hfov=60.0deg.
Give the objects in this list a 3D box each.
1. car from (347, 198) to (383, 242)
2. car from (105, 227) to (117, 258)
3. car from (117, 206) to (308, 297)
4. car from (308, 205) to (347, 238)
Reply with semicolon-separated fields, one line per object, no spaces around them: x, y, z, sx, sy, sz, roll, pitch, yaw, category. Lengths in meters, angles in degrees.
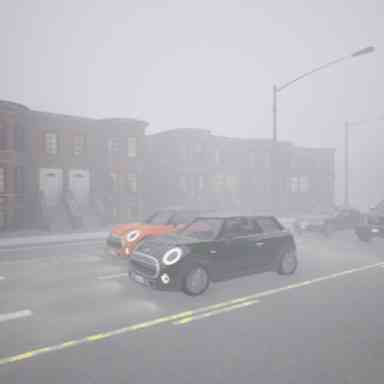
9.733;1.212;15.176;5.566;2.045;2.150;0;0;-35;car
-0.746;1.348;12.020;4.553;1.767;2.097;0;0;-35;car
0.662;1.348;8.735;4.553;1.767;2.097;0;0;-35;car
7.508;1.482;17.884;4.902;1.511;2.128;0;0;-35;car
